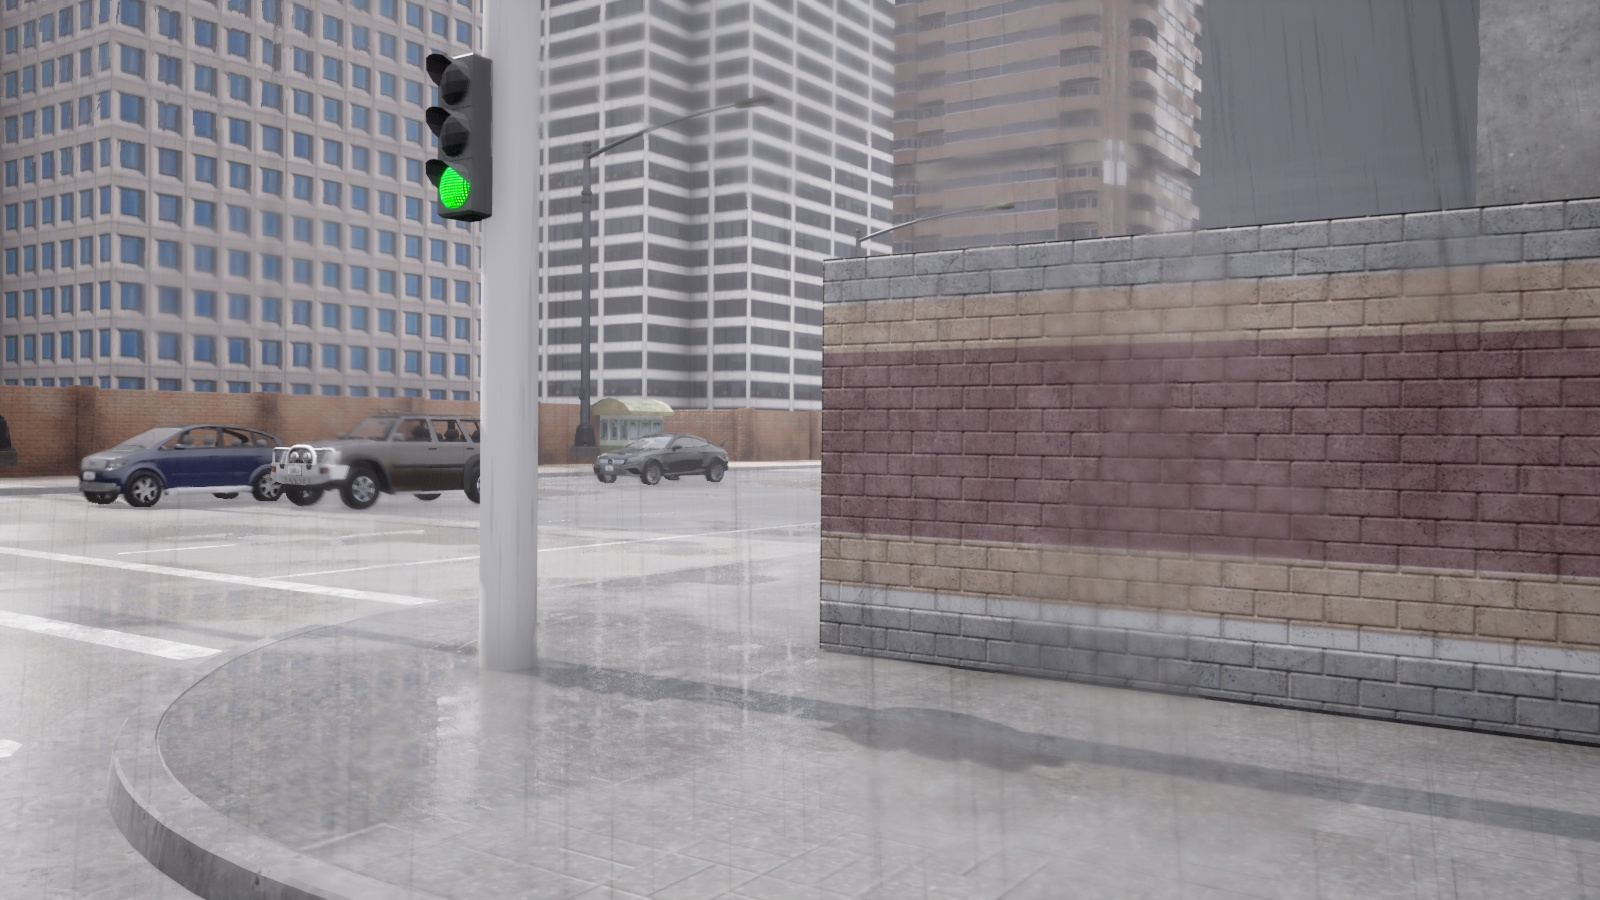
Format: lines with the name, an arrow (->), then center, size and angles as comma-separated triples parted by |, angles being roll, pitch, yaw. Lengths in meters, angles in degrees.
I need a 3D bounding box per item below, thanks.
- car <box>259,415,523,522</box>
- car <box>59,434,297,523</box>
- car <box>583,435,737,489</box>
car -> -7.761, 0.287, 24.273 | 1.932, 1.855, 4.605 | 0, 1, 34
car -> -11.948, 0.486, 24.323 | 1.789, 1.549, 3.705 | 0, 1, 34
car -> -3.939, 0.299, 36.157 | 1.812, 1.442, 4.674 | 0, 1, 34
